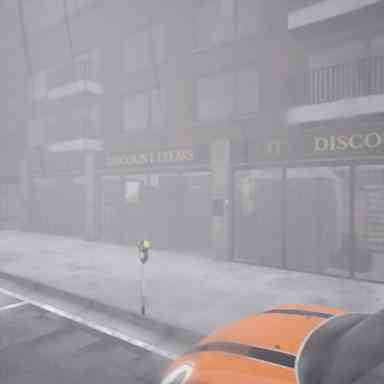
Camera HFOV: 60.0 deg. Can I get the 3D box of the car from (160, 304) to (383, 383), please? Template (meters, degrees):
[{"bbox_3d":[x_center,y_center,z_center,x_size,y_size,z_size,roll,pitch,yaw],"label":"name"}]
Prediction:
[{"bbox_3d":[1.837,1.356,1.859,4.553,1.767,2.097,0,0,37],"label":"car"}]
